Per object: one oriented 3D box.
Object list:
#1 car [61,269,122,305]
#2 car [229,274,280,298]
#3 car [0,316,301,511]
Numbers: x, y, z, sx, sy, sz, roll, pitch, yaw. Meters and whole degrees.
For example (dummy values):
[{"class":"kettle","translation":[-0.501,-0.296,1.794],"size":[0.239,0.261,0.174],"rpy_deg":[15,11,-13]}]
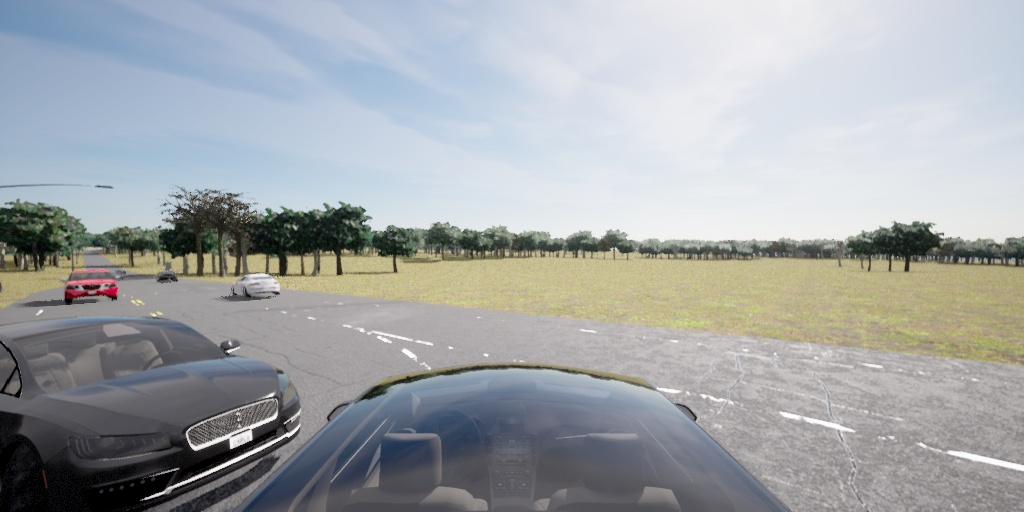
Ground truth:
[{"class":"car","translation":[-27.377,1.903,23.322],"size":[5.566,2.045,2.150],"rpy_deg":[-1,0,40]},{"class":"car","translation":[-17.027,1.936,23.819],"size":[4.674,1.442,1.812],"rpy_deg":[-2,0,40]},{"class":"car","translation":[-4.624,1.452,3.942],"size":[4.892,1.490,1.837],"rpy_deg":[-3,-3,20]}]
